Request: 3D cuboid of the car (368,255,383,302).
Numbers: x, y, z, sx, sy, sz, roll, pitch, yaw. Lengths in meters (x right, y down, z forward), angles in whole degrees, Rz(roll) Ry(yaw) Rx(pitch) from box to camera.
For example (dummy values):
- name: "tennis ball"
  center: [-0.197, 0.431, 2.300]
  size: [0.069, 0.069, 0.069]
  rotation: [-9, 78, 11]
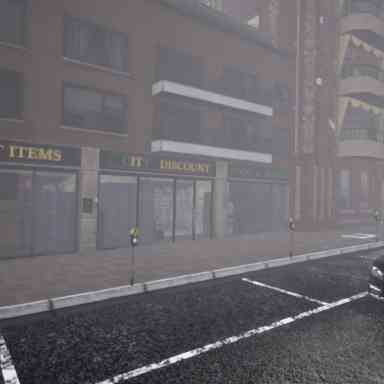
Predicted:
- name: "car"
  center: [5.654, 1.498, 7.081]
  size: [4.902, 1.511, 2.128]
  rotation: [0, 0, -35]
